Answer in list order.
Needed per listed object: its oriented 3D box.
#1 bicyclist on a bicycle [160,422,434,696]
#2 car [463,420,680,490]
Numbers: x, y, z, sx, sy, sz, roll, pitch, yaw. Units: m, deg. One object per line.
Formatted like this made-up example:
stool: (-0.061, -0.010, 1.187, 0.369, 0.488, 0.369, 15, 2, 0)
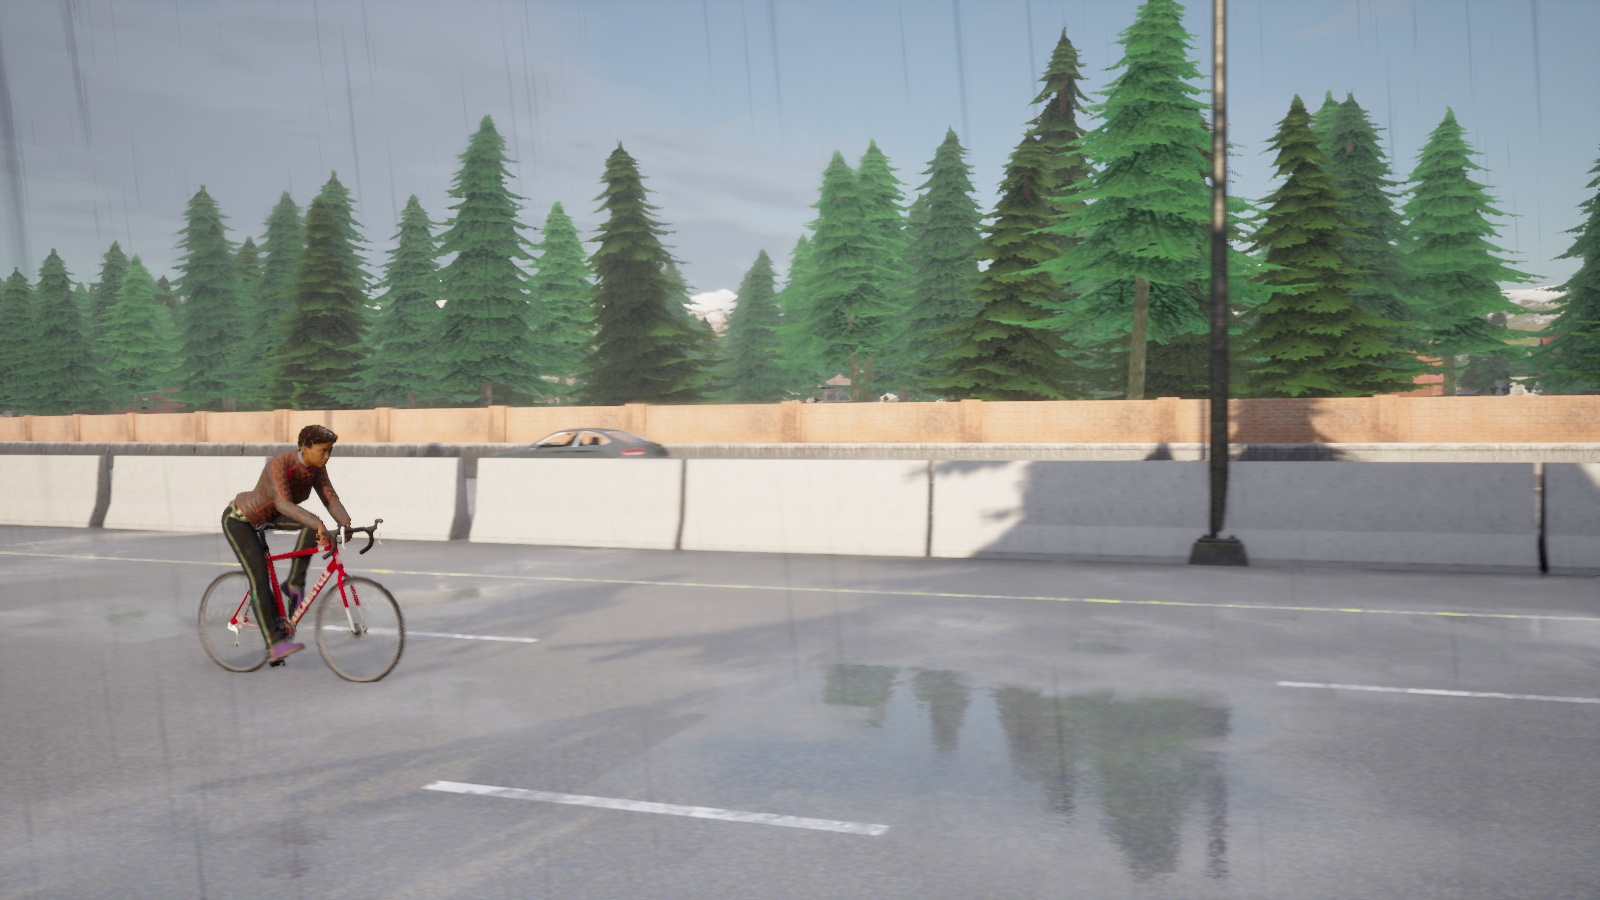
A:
bicyclist on a bicycle: (-3.214, 0.640, 8.018, 1.656, 1.620, 0.582, 1, 1, 20)
car: (-5.755, 0.081, 31.600, 5.027, 1.651, 2.152, 1, 1, 24)
